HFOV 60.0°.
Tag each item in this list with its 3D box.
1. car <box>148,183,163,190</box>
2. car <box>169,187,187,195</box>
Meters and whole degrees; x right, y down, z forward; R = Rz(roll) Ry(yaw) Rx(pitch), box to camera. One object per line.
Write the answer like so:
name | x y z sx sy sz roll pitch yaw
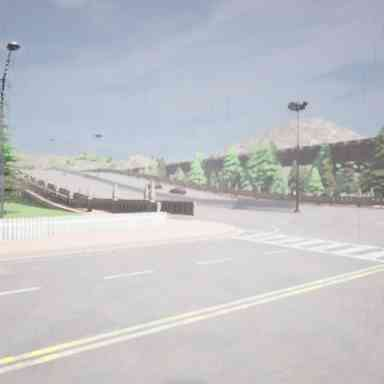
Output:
car | -8.407 -1.409 75.806 2.128 1.511 4.902 0 7 -36
car | -2.811 -0.227 68.308 1.812 1.442 4.674 0 7 -36
